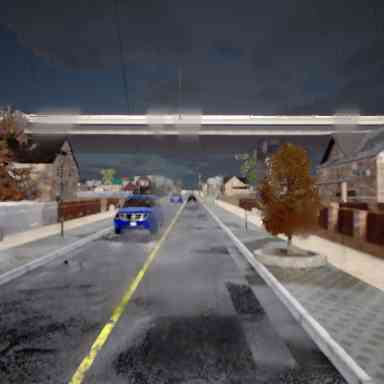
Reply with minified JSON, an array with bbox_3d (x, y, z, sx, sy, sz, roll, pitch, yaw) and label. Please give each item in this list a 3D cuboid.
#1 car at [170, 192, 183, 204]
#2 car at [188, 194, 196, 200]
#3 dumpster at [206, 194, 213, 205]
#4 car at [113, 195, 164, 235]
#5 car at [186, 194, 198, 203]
[{"bbox_3d":[-2.791,1.074,60.824,2.150,2.045,5.566,0,0,1],"label":"car"},{"bbox_3d":[-0.017,1.178,83.674,2.033,1.411,5.357,0,0,0],"label":"car"},{"bbox_3d":[2.983,1.259,56.371,1.020,1.700,1.940,-1,-1,0],"label":"dumpster"},{"bbox_3d":[-2.853,1.182,18.884,2.150,2.045,5.566,0,0,0],"label":"car"},{"bbox_3d":[-0.013,1.367,63.491,1.812,1.442,4.674,0,0,0],"label":"car"}]
